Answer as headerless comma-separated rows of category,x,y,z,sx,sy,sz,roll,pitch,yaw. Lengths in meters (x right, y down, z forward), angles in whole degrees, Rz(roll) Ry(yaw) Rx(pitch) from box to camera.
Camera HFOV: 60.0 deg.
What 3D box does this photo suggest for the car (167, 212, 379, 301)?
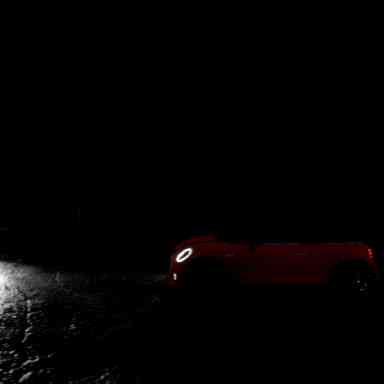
car,1.710,1.346,7.820,4.553,1.767,2.097,0,0,0
